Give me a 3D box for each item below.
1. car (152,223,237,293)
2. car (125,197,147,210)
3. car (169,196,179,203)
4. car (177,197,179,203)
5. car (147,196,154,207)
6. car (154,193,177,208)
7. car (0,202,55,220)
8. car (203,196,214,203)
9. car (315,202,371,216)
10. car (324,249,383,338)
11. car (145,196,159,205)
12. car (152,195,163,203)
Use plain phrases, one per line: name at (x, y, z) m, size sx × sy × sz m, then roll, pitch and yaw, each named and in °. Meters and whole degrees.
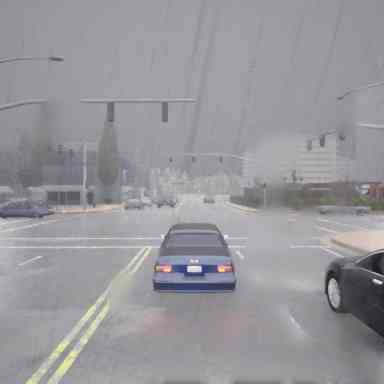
car at (0.056, 1.547, 8.993) m, size 2.033 × 1.411 × 5.357 m, roll 0°, pitch 0°, yaw 0°
car at (-7.221, 1.526, 42.056) m, size 1.812 × 1.442 × 4.674 m, roll 0°, pitch 0°, yaw 0°
car at (-3.708, 1.505, 68.259) m, size 1.837 × 1.490 × 4.892 m, roll 0°, pitch 0°, yaw 0°
car at (-3.748, 1.526, 58.108) m, size 1.812 × 1.442 × 4.674 m, roll 0°, pitch 0°, yaw 0°
car at (-7.241, 1.526, 51.012) m, size 1.812 × 1.442 × 4.674 m, roll 0°, pitch 0°, yaw 0°
car at (-3.726, 1.221, 48.351) m, size 2.150 × 2.045 × 5.566 m, roll 0°, pitch 0°, yaw 0°
car at (-14.326, 1.547, 27.737) m, size 5.357 × 1.411 × 2.033 m, roll 0°, pitch 0°, yaw -3°
car at (3.403, 1.564, 68.206) m, size 1.994 × 1.385 × 4.181 m, roll 0°, pitch 0°, yaw 0°
car at (14.355, 1.601, 31.910) m, size 4.718 × 1.301 × 1.895 m, roll 0°, pitch 0°, yaw 1°
car at (3.548, 1.505, 4.746) m, size 1.837 × 1.490 × 4.892 m, roll 0°, pitch 0°, yaw 0°
car at (-7.245, 1.505, 60.577) m, size 1.837 × 1.490 × 4.892 m, roll 0°, pitch 0°, yaw 0°
car at (-7.205, 1.500, 70.629) m, size 1.837 × 1.490 × 4.892 m, roll 0°, pitch 0°, yaw 0°
